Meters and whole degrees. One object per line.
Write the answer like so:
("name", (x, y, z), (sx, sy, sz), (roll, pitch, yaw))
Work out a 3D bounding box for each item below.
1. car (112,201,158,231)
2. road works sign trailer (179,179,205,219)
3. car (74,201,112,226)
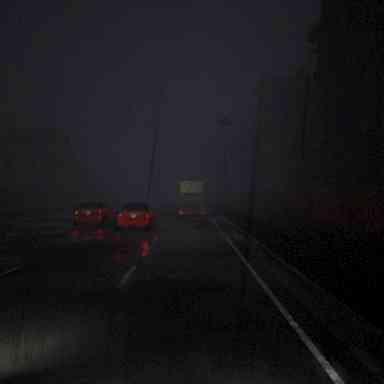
("car", (-3.404, 1.425, 21.471), (2.097, 1.767, 4.553), (0, 0, 0))
("road works sign trailer", (-0.006, 0.569, 30.589), (2.380, 3.560, 2.880), (0, 0, 0))
("car", (-6.905, 1.434, 24.239), (2.097, 1.767, 4.553), (0, 0, 0))
